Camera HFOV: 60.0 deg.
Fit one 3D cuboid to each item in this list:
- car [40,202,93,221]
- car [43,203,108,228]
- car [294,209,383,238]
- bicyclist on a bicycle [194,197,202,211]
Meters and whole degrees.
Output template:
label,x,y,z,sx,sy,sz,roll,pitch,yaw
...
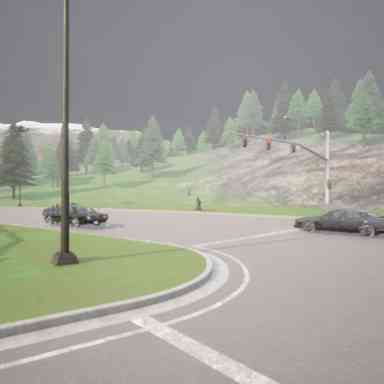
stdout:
label,x,y,z,sx,sy,sz,roll,pitch,yaw
car,-10.675,1.601,28.224,4.181,1.385,1.994,0,0,30
car,-7.875,1.632,22.316,4.718,1.301,1.895,0,0,35
car,8.461,1.635,18.327,5.357,1.411,2.033,0,0,41
bicyclist on a bicycle,0.705,1.415,38.260,0.582,1.620,1.656,0,0,34
